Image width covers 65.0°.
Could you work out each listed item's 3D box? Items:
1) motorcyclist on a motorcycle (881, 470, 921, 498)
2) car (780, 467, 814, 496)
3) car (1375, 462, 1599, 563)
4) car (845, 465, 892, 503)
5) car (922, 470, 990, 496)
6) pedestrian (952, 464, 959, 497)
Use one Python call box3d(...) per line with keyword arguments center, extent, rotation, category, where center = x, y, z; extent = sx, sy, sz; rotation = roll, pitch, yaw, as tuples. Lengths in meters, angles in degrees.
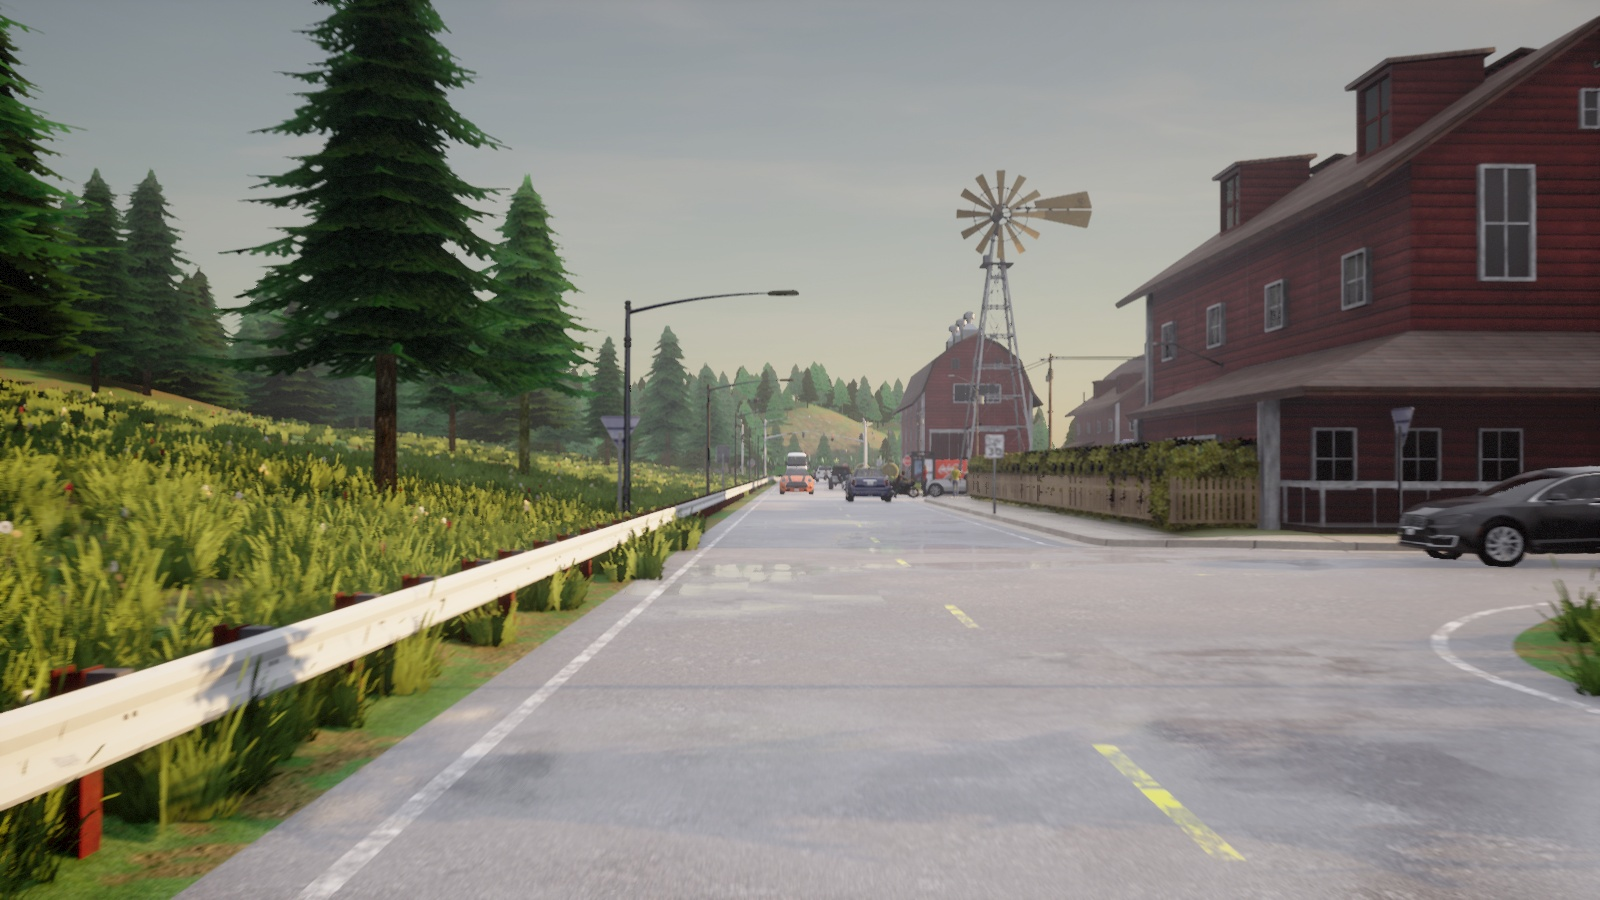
box3d(center=(5.569, 1.878, 69.023), extent=(2.044, 1.523, 0.797), rotation=(-1, -1, 22), category="motorcyclist on a motorcycle")
box3d(center=(-0.189, 1.939, 79.155), extent=(2.097, 1.767, 4.553), rotation=(0, -1, 0), category="car")
box3d(center=(11.895, 0.946, 19.695), extent=(4.892, 1.490, 1.837), rotation=(0, -1, 0), category="car")
box3d(center=(3.350, 1.654, 62.206), extent=(2.097, 1.767, 4.553), rotation=(0, -1, 0), category="car")
box3d(center=(9.024, 1.903, 72.493), extent=(3.806, 1.475, 1.970), rotation=(0, -1, 10), category="car")
box3d(center=(8.558, 1.672, 69.185), extent=(0.354, 1.836, 0.706), rotation=(0, -1, 6), category="pedestrian")
